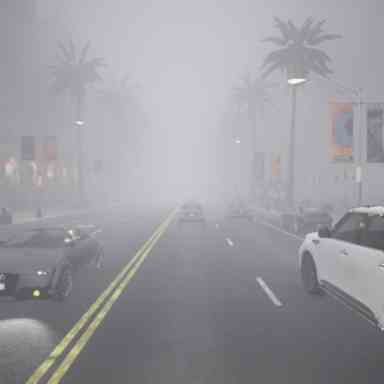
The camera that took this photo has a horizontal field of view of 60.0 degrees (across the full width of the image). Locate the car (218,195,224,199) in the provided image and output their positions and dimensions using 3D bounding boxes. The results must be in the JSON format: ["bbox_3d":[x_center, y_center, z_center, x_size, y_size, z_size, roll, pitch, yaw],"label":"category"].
[{"bbox_3d":[6.582,1.427,70.674,2.161,1.482,4.786,0,0,0],"label":"car"}]

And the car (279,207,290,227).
[{"bbox_3d":[6.501,1.454,19.369,2.231,1.521,4.892,0,0,0],"label":"car"}]

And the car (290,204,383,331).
[{"bbox_3d":[3.577,1.212,5.443,2.150,2.045,5.566,0,0,0],"label":"car"}]

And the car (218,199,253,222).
[{"bbox_3d":[3.484,1.515,25.971,2.033,1.411,5.357,0,0,0],"label":"car"}]

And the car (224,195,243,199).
[{"bbox_3d":[6.376,1.293,48.743,2.185,1.767,4.553,0,0,0],"label":"car"}]

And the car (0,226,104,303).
[{"bbox_3d":[-3.573,1.558,8.117,1.994,1.385,4.181,0,0,0],"label":"car"}]

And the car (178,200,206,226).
[{"bbox_3d":[-0.001,1.521,23.293,2.033,1.411,5.357,0,0,0],"label":"car"}]

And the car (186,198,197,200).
[{"bbox_3d":[-0.084,1.478,41.091,1.812,1.442,4.674,0,0,0],"label":"car"}]
